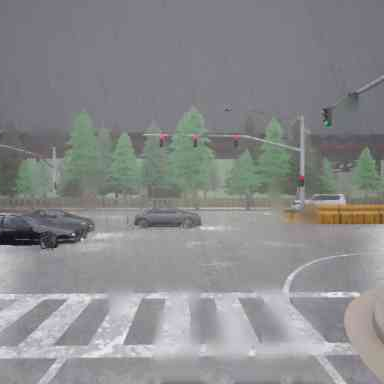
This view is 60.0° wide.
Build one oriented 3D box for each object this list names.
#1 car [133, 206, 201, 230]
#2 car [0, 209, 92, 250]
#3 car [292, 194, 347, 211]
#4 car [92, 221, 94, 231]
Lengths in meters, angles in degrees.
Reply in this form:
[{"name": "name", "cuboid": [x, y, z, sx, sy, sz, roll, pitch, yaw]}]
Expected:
[{"name": "car", "cuboid": [-1.531, 1.574, 20.769, 4.181, 1.385, 1.994, 0, 0, -2]}, {"name": "car", "cuboid": [-7.187, 1.554, 13.595, 5.357, 1.411, 2.033, 0, 0, -2]}, {"name": "car", "cuboid": [13.540, 1.239, 35.434, 5.566, 2.045, 2.150, 0, 0, -2]}, {"name": "car", "cuboid": [-7.215, 1.572, 17.094, 4.181, 1.385, 1.994, 0, 0, -2]}]
